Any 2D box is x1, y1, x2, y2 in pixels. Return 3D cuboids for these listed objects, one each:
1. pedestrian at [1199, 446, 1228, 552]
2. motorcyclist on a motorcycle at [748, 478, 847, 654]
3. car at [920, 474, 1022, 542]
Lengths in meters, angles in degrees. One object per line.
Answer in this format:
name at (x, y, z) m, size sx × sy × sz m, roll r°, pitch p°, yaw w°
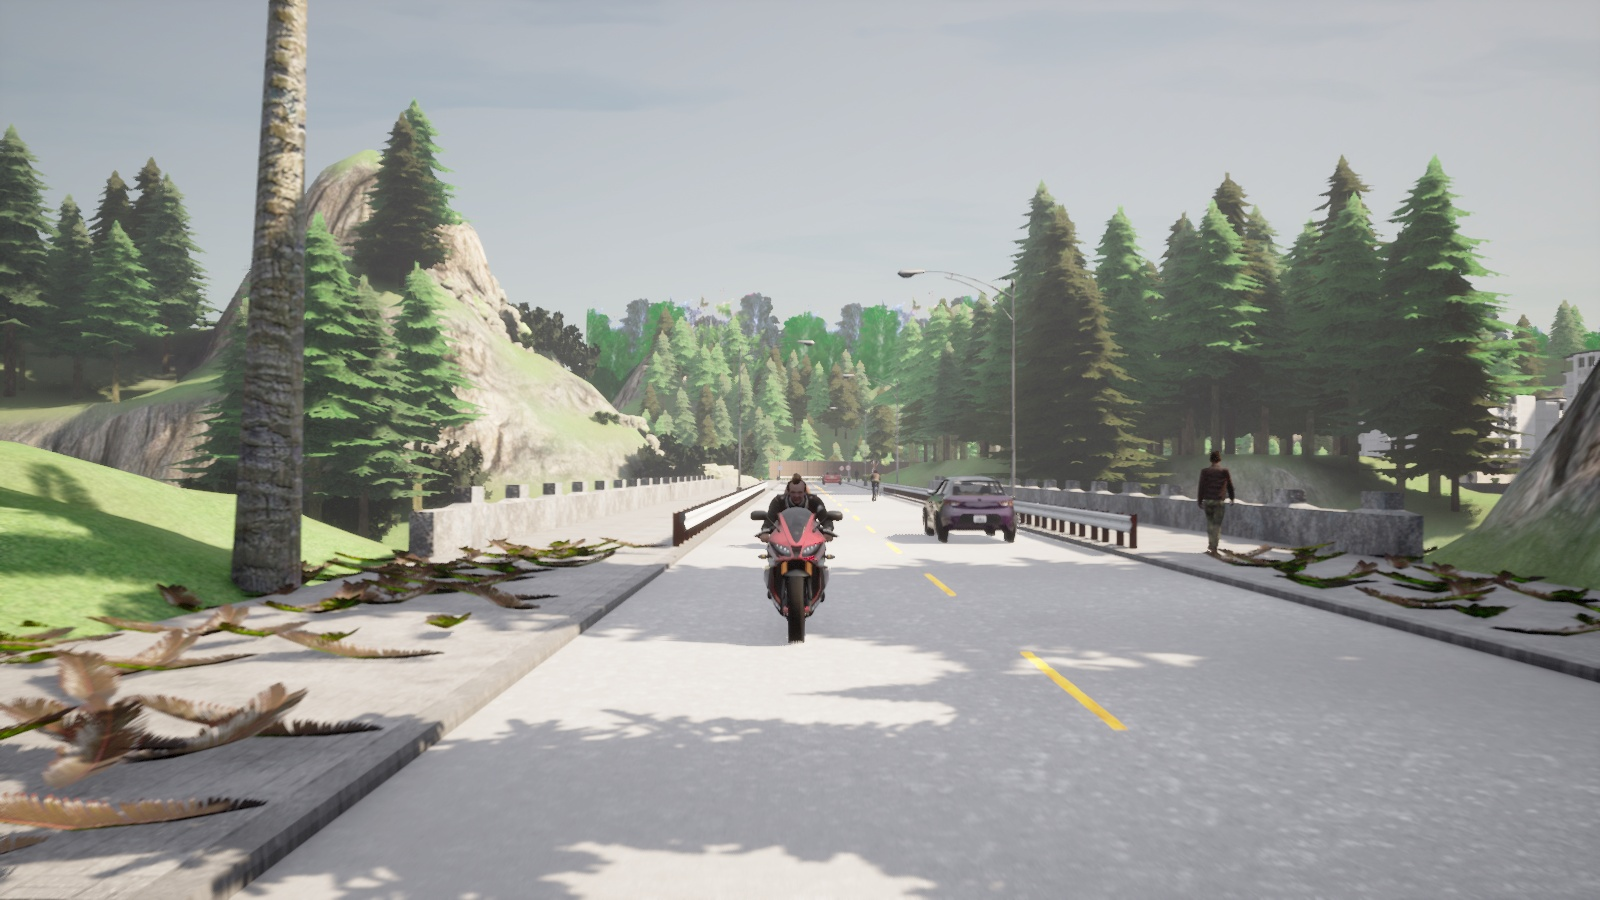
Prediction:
pedestrian at (7.329, 0.864, 22.269) m, size 0.431 × 1.840 × 0.703 m, roll -1°, pitch -1°, yaw 22°
motorcyclist on a motorcycle at (-0.026, 1.054, 12.237) m, size 0.866 × 1.530 × 2.191 m, roll 0°, pitch -1°, yaw 0°
car at (3.937, 1.308, 29.586) m, size 1.816 × 1.474 × 4.193 m, roll 0°, pitch -1°, yaw 0°
